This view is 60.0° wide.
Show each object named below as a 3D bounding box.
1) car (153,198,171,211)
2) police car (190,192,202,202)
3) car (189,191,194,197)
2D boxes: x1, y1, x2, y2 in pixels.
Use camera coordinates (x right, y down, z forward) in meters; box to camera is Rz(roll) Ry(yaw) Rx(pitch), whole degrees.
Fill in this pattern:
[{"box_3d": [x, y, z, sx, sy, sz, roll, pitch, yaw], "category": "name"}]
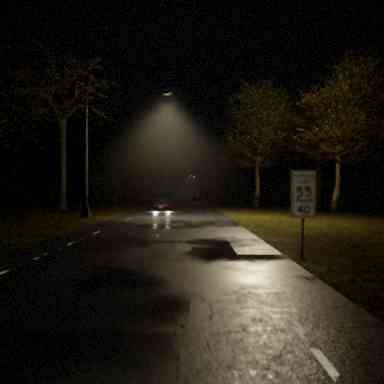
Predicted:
[{"box_3d": [-3.595, 1.491, 40.623, 1.812, 1.442, 4.674, 0, 0, 0], "category": "car"}, {"box_3d": [1.047, 1.302, 69.487, 1.930, 1.638, 5.238, 0, 0, 0], "category": "police car"}, {"box_3d": [1.047, 1.001, 79.401, 2.150, 2.045, 5.566, 0, 1, 0], "category": "car"}]
